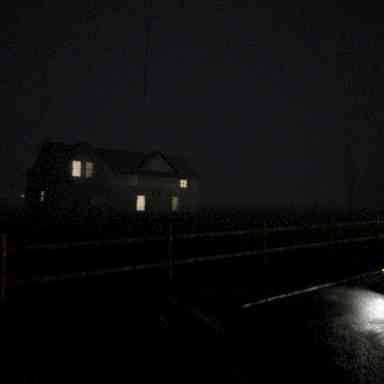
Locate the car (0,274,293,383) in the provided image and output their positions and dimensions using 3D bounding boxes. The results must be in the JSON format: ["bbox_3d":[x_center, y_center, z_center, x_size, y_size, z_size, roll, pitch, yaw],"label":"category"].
[{"bbox_3d":[-1.285,1.612,3.073,4.718,1.301,1.895,1,-1,-36],"label":"car"}]

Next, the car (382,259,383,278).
[{"bbox_3d":[7.020,1.679,8.999,4.892,1.490,1.837,1,-1,-35],"label":"car"}]
